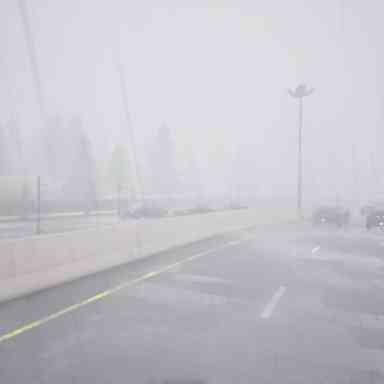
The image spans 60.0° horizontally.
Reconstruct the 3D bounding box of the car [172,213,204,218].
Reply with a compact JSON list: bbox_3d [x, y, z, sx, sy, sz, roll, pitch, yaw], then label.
[{"bbox_3d":[0.141,1.616,28.670,1.812,1.442,4.674,0,0,35],"label":"car"}]

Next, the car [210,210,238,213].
[{"bbox_3d":[3.251,1.672,27.013,1.994,1.385,4.181,0,0,36],"label":"car"}]

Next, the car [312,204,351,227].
[{"bbox_3d":[10.328,1.658,24.496,1.837,1.490,4.892,0,0,36],"label":"car"}]

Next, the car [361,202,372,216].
[{"bbox_3d":[19.247,1.775,34.999,1.812,1.442,4.674,0,0,44],"label":"car"}]

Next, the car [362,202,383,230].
[{"bbox_3d":[12.772,1.667,21.951,1.837,1.490,4.892,0,0,35],"label":"car"}]
